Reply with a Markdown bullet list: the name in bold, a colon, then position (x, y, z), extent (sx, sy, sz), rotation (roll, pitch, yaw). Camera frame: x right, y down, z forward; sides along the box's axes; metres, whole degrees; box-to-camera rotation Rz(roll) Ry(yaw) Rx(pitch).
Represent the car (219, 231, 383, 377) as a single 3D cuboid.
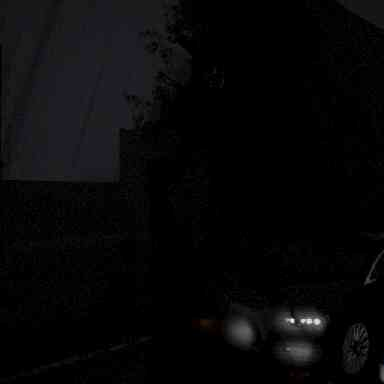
- **car**: position (2.644, 1.466, 5.577), extent (4.902, 1.511, 2.128), rotation (0, 0, -36)
